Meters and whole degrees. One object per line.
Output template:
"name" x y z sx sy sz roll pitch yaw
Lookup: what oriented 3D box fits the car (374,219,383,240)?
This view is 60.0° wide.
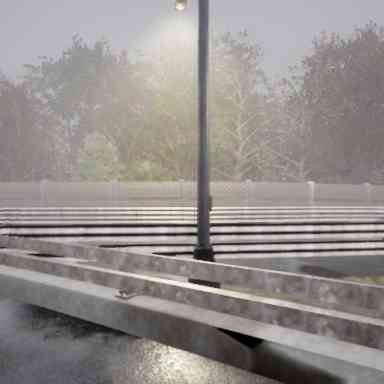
"car" 10.781 1.499 15.147 5.008 1.535 1.882 1 0 -9
